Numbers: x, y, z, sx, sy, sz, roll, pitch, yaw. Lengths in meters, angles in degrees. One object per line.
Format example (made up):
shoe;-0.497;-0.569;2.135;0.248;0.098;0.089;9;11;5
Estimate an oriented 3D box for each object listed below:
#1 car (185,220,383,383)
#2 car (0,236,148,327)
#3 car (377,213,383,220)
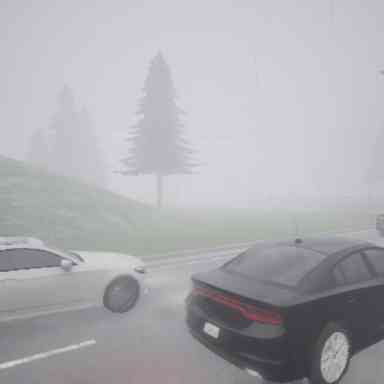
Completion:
car;2.236;1.444;5.357;5.008;1.535;1.882;-1;0;-36
car;-3.046;1.520;5.875;4.674;1.442;1.812;0;0;-36
car;10.549;1.365;15.631;4.902;1.511;2.128;0;0;-35
